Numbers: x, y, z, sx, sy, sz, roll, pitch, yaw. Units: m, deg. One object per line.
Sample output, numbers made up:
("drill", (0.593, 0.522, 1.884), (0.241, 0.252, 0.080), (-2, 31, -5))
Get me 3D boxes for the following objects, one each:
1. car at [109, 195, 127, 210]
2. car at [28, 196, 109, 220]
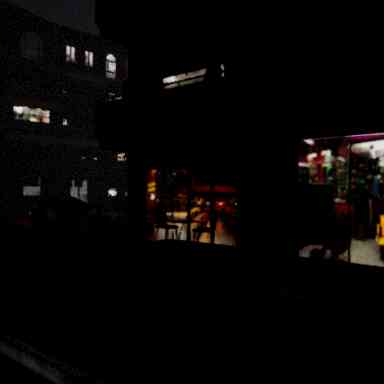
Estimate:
("car", (-6.956, 0.982, 31.943), (4.206, 1.307, 1.802), (-1, 2, -40))
("car", (-8.672, 1.057, 23.166), (4.892, 1.490, 1.837), (-1, 1, -40))
